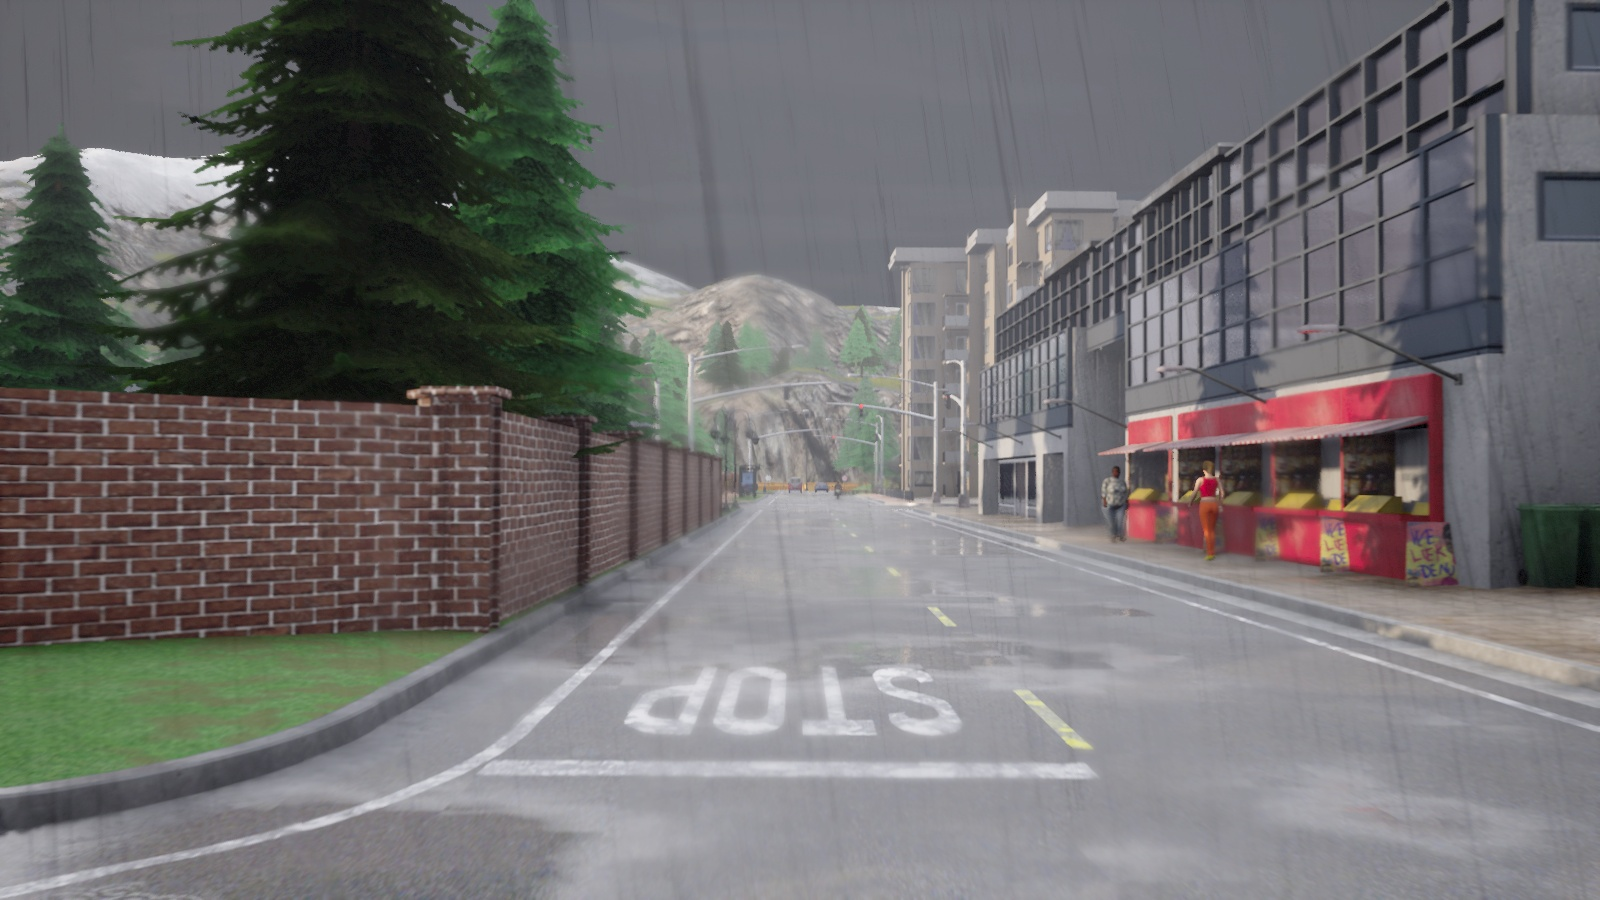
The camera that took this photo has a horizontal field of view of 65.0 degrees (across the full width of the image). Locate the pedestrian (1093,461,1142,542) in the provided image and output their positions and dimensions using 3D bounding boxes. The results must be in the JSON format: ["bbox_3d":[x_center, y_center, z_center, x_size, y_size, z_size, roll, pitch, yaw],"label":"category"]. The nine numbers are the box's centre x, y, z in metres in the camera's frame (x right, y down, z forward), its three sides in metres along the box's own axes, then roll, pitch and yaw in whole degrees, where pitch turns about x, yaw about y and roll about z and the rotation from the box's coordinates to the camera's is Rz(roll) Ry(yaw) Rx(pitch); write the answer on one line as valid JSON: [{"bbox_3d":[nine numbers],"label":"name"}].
[{"bbox_3d":[7.398,1.203,29.288,0.874,1.855,0.900,0,-1,-2],"label":"pedestrian"}]

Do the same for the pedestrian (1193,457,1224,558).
[{"bbox_3d":[7.520,1.053,23.149,0.345,1.836,0.594,0,-1,-2],"label":"pedestrian"}]
